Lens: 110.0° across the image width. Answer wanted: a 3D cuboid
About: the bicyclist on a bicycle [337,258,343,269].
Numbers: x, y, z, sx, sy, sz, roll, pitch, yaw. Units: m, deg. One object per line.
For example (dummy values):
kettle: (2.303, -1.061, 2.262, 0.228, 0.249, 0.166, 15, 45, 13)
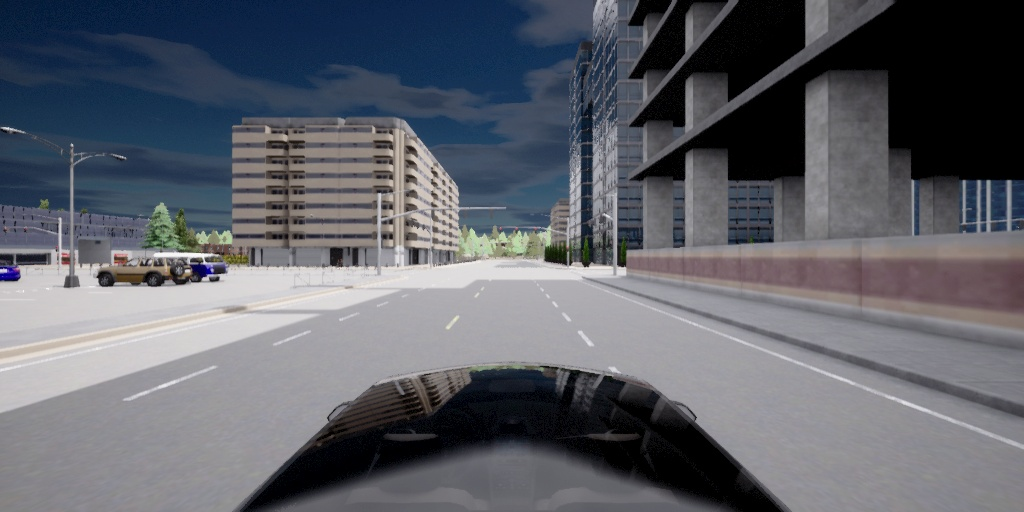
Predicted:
bicyclist on a bicycle: (-25.548, 1.079, 53.292, 0.582, 1.620, 1.656, 0, 0, 0)
